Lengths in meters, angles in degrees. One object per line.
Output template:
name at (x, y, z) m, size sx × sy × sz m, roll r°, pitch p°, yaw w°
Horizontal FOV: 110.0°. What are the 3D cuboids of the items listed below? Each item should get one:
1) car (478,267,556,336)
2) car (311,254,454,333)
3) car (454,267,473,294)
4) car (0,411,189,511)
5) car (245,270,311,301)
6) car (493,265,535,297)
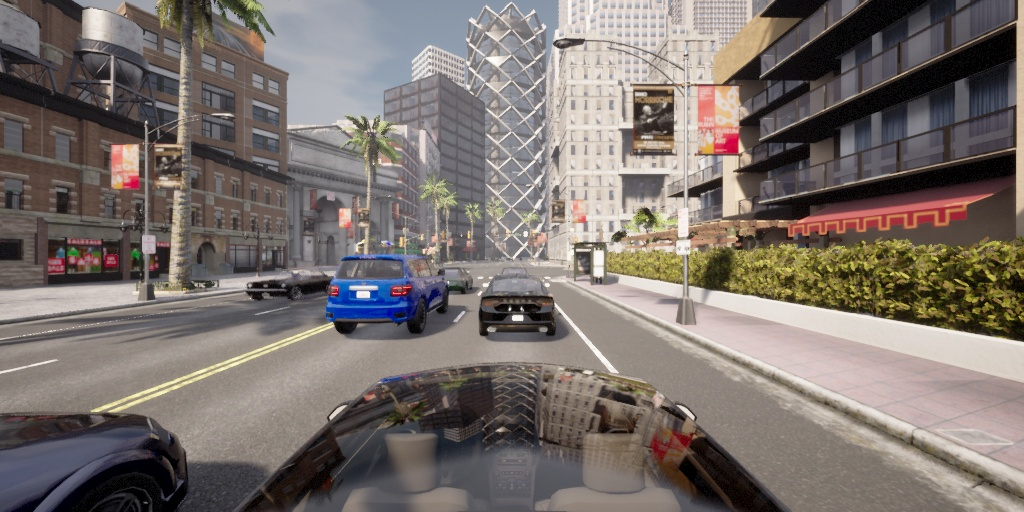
car at (0.128, 1.228, 10.451) m, size 1.882 × 1.535 × 5.008 m, roll 0°, pitch 0°, yaw 0°
car at (-3.379, 0.971, 10.855) m, size 2.150 × 2.045 × 5.566 m, roll 0°, pitch 0°, yaw 0°
car at (-3.355, 1.314, 20.214) m, size 1.994 × 1.385 × 4.181 m, roll 0°, pitch 0°, yaw 0°
car at (-3.341, 1.314, 0.846) m, size 1.994 × 1.385 × 4.181 m, roll 0°, pitch 0°, yaw 0°
car at (-10.481, 1.351, 17.491) m, size 1.895 × 1.301 × 4.718 m, roll 0°, pitch 0°, yaw 1°
car at (0.139, 1.297, 20.041) m, size 2.033 × 1.411 × 5.357 m, roll 0°, pitch 0°, yaw 0°
